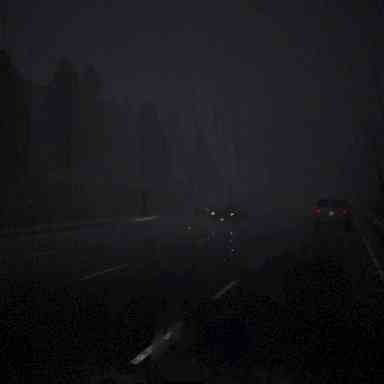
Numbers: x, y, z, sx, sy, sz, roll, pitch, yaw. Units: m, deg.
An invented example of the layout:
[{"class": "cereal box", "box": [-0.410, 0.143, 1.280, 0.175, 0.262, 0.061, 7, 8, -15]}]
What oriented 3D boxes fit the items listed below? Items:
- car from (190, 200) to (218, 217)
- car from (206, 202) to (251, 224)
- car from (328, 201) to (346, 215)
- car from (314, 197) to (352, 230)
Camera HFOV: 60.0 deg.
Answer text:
[{"class": "car", "box": [1.509, 1.497, 30.773, 1.882, 1.535, 5.008, 1, 0, 24]}, {"class": "car", "box": [3.051, 1.651, 25.701, 1.895, 1.301, 4.718, 1, 0, 24]}, {"class": "car", "box": [17.450, 1.843, 40.049, 1.812, 1.442, 4.674, 1, 0, 24]}, {"class": "car", "box": [9.698, 1.398, 22.918, 2.150, 2.045, 5.566, 1, 0, 24]}]
